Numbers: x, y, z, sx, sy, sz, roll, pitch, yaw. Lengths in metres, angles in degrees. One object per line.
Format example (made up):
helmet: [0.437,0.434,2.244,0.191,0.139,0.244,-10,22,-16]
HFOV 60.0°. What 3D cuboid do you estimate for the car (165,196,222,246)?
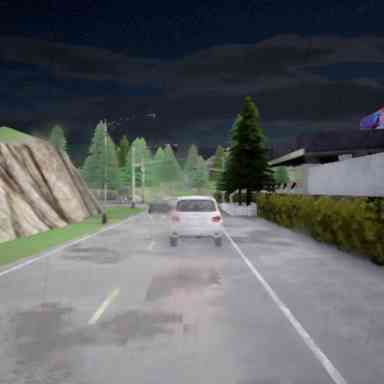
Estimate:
car: [0.166,1.220,15.353,2.150,2.045,5.566,0,0,0]

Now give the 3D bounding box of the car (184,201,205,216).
car: [0.248,1.605,32.989,1.895,1.301,4.718,0,0,0]

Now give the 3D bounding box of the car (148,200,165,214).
car: [-3.393,1.548,34.905,2.033,1.411,5.357,0,0,1]
